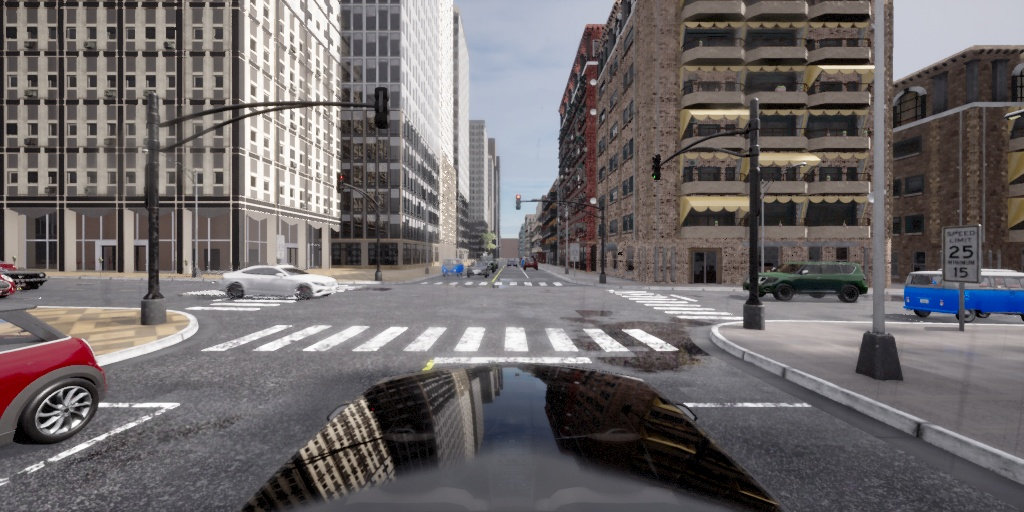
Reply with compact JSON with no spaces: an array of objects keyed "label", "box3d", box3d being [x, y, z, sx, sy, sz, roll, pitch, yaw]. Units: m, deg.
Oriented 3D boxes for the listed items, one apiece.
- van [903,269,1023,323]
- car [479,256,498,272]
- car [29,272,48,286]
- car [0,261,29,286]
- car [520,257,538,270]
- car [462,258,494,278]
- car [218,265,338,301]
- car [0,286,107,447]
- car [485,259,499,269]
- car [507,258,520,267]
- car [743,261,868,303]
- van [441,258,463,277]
[{"label":"van","box3d":[16.903,1.453,13.091,3.998,1.789,1.690,0,0,0]},{"label":"car","box3d":[-3.132,0.982,44.116,2.150,2.045,5.566,0,0,0]},{"label":"car","box3d":[-23.694,0.927,15.693,4.718,1.301,1.895,1,0,0]},{"label":"car","box3d":[-21.156,0.818,13.112,4.097,1.591,1.967,0,0,0]},{"label":"car","box3d":[2.651,1.079,51.492,2.192,1.841,5.009,0,0,0]},{"label":"car","box3d":[-3.127,1.247,33.965,2.128,1.511,4.902,0,0,0]},{"label":"car","box3d":[-10.176,1.111,15.743,4.674,1.442,1.812,1,0,0]},{"label":"car","box3d":[-5.691,1.190,2.357,1.967,1.591,4.097,0,0,0]},{"label":"car","box3d":[-3.124,1.245,56.041,1.882,1.535,5.008,0,0,0]},{"label":"car","box3d":[0.050,1.374,64.508,1.895,1.301,4.718,0,0,0]},{"label":"car","box3d":[15.445,1.297,19.012,5.566,2.045,2.150,1,0,0]},{"label":"van","box3d":[-5.716,1.097,34.831,1.690,1.789,3.998,0,0,0]}]
